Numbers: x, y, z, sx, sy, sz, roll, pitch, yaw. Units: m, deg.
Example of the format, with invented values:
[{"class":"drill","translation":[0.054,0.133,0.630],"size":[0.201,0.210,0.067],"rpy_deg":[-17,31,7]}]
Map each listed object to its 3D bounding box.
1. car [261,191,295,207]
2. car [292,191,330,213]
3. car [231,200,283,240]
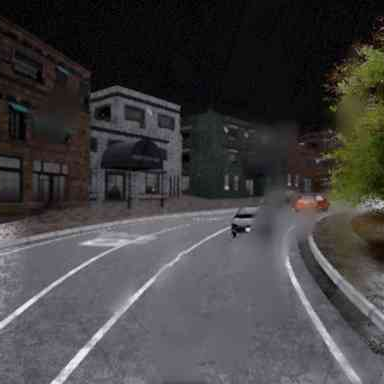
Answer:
[{"class":"car","translation":[9.574,0.913,36.293],"size":[5.566,2.045,2.150],"rpy_deg":[-1,1,-45]},{"class":"car","translation":[11.978,1.047,32.740],"size":[2.097,1.767,4.553],"rpy_deg":[0,1,38]},{"class":"car","translation":[3.229,1.409,16.752],"size":[2.128,1.511,4.902],"rpy_deg":[0,0,18]}]
